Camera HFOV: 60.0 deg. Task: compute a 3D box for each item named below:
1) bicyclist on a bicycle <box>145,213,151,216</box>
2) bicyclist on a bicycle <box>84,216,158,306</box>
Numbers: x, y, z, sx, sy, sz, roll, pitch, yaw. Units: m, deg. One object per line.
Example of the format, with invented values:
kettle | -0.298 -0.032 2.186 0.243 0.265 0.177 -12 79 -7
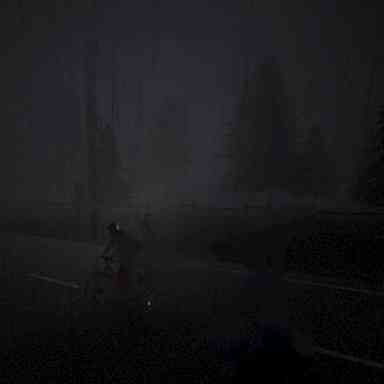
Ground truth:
bicyclist on a bicycle | -1.286 1.441 9.960 0.582 1.620 1.656 0 2 1
bicyclist on a bicycle | -1.481 1.453 6.929 1.656 1.620 0.582 -3 2 -43
